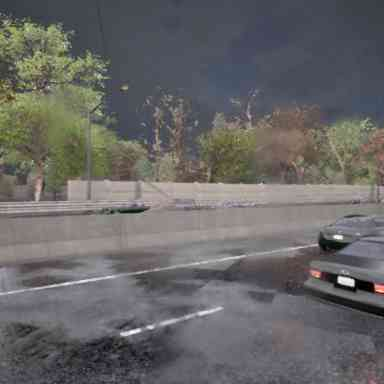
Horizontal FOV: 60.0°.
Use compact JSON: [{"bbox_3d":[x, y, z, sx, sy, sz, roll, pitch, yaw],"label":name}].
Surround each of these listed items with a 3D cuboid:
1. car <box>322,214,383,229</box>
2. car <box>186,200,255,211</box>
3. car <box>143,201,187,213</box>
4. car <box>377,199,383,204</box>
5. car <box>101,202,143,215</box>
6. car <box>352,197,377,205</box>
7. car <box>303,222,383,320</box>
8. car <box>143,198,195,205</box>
[{"bbox_3d":[6.779,1.562,12.878,4.181,1.385,1.994,0,0,-35],"label":"car"},{"bbox_3d":[2.379,1.490,22.880,4.902,1.511,2.128,0,0,-35],"label":"car"},{"bbox_3d":[-0.900,1.599,24.842,4.718,1.301,1.895,0,0,-35],"label":"car"},{"bbox_3d":[31.611,1.381,52.240,4.553,1.767,2.097,0,0,-35],"label":"car"},{"bbox_3d":[-5.583,1.599,29.488,4.718,1.301,1.895,0,0,-38],"label":"car"},{"bbox_3d":[28.335,1.574,54.190,5.357,1.411,2.033,0,0,-35],"label":"car"},{"bbox_3d":[4.630,1.546,7.046,5.357,1.411,2.033,0,0,-35],"label":"car"},{"bbox_3d":[-1.447,1.353,28.746,4.553,1.767,2.097,0,0,-35],"label":"car"}]
